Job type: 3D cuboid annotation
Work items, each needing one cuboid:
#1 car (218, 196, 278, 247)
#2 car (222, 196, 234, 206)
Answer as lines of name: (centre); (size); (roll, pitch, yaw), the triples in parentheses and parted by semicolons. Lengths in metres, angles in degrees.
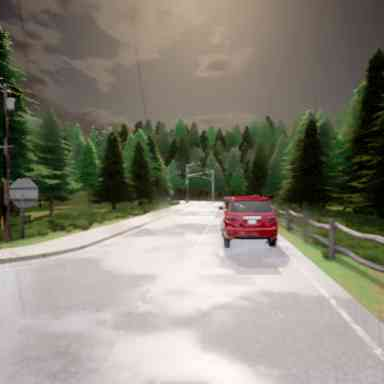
car: (2.419, 1.217, 15.155); (2.150, 2.045, 5.566); (-1, 0, 3)
car: (6.160, 1.533, 57.263); (1.837, 1.490, 4.892); (-1, 0, 5)
